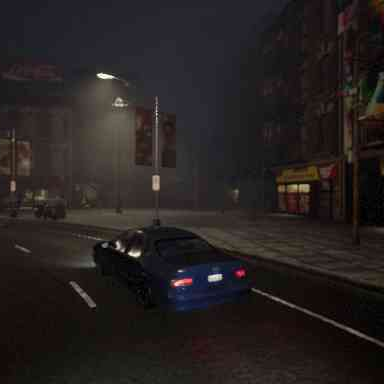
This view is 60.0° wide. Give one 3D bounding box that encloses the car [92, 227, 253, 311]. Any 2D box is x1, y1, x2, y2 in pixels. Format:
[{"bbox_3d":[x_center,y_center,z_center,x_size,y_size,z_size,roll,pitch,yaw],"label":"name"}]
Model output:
[{"bbox_3d":[-0.877,1.567,8.021,2.033,1.411,5.357,0,0,-31],"label":"car"}]
